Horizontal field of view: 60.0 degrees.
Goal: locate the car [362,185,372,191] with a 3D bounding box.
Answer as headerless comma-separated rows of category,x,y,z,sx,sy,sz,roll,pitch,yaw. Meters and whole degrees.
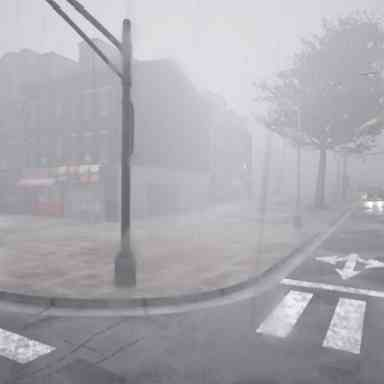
car,42.480,-1.047,80.845,1.887,1.381,4.507,2,3,30

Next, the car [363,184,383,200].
car,23.587,0.115,42.681,2.128,1.511,4.902,0,3,30

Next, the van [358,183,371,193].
van,33.095,-0.777,64.457,1.690,1.788,3.998,2,3,30
